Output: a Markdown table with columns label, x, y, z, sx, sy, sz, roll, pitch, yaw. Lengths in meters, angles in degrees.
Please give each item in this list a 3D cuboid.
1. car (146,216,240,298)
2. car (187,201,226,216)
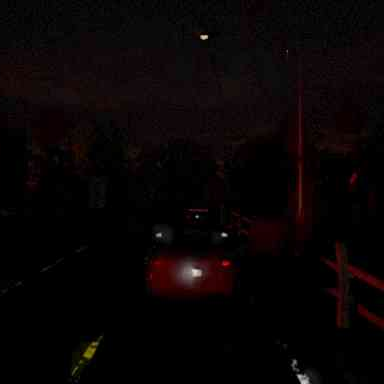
| label | x | y | z | sx | sy | sz | roll | pitch | yaw |
| --- | --- | --- | --- | --- | --- | --- | --- | --- | --- |
| car | 0.001 | 1.533 | 8.464 | 1.994 | 1.385 | 4.181 | 0 | 0 | -1 |
| car | 1.080 | 1.409 | 23.982 | 2.128 | 1.511 | 4.902 | 0 | 0 | 18 |
